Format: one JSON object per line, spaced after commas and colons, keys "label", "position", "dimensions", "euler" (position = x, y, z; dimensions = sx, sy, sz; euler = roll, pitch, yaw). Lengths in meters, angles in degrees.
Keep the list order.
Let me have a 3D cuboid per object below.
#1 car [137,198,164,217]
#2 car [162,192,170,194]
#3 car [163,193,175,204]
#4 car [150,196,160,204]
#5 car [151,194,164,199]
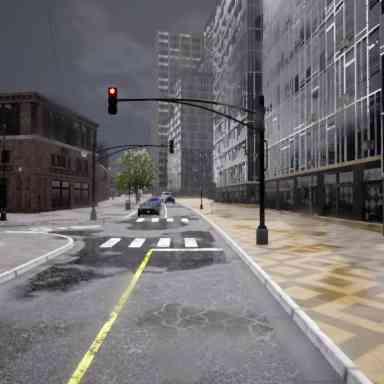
{"label": "car", "position": [-3.936, 1.562, 30.909], "dimensions": [1.994, 1.385, 4.181], "euler": [0, 0, -3]}
{"label": "car", "position": [-5.794, 1.045, 74.652], "dimensions": [2.150, 2.045, 5.566], "euler": [0, 0, -9]}
{"label": "car", "position": [-4.321, 1.498, 64.314], "dimensions": [1.837, 1.490, 4.892], "euler": [0, 0, -8]}
{"label": "car", "position": [-7.469, 1.550, 66.923], "dimensions": [1.994, 1.385, 4.181], "euler": [0, 0, -7]}
{"label": "car", "position": [-5.153, 1.472, 46.200], "dimensions": [1.882, 1.535, 5.008], "euler": [0, 0, -6]}
